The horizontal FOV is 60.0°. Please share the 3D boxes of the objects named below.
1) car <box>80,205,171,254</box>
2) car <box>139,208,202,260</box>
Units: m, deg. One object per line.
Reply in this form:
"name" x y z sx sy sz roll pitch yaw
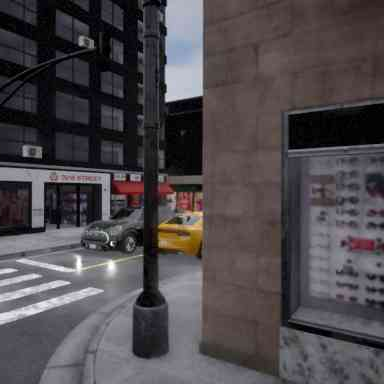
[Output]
"car" -2.323 1.365 13.798 2.097 1.767 4.553 0 0 33
"car" 0.463 1.500 12.849 1.882 1.535 5.008 0 0 33
